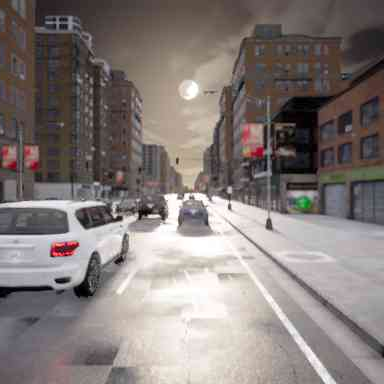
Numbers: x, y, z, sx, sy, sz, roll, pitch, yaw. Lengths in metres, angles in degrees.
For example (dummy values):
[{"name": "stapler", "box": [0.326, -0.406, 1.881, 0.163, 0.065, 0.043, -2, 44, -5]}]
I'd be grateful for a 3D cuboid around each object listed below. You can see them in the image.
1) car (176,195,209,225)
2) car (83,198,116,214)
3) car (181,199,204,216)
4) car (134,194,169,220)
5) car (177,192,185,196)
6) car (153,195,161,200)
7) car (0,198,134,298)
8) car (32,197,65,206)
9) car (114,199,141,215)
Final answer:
[{"name": "car", "box": [0.093, 1.324, 23.707, 2.097, 1.767, 4.553, 0, 0, 0]}, {"name": "car", "box": [-9.766, 1.453, 35.431, 2.128, 1.511, 4.902, 0, 0, 0]}, {"name": "car", "box": [0.047, 1.454, 32.776, 2.128, 1.511, 4.902, 0, 0, 0]}, {"name": "car", "box": [-3.159, 1.189, 27.924, 2.150, 2.045, 5.566, 0, 0, 0]}, {"name": "car", "box": [-3.278, 1.463, 90.865, 2.033, 1.411, 5.357, 0, 0, 0]}, {"name": "car", "box": [-9.779, 1.501, 93.349, 1.895, 1.301, 4.718, 0, 0, 0]}, {"name": "car", "box": [-3.152, 1.211, 8.632, 2.150, 2.045, 5.566, 0, 0, 0]}, {"name": "car", "box": [-22.164, 1.532, 51.538, 4.313, 1.339, 1.947, 0, 0, 0]}, {"name": "car", "box": [-6.530, 1.468, 34.091, 1.837, 1.490, 4.892, 0, -1, 0]}]
